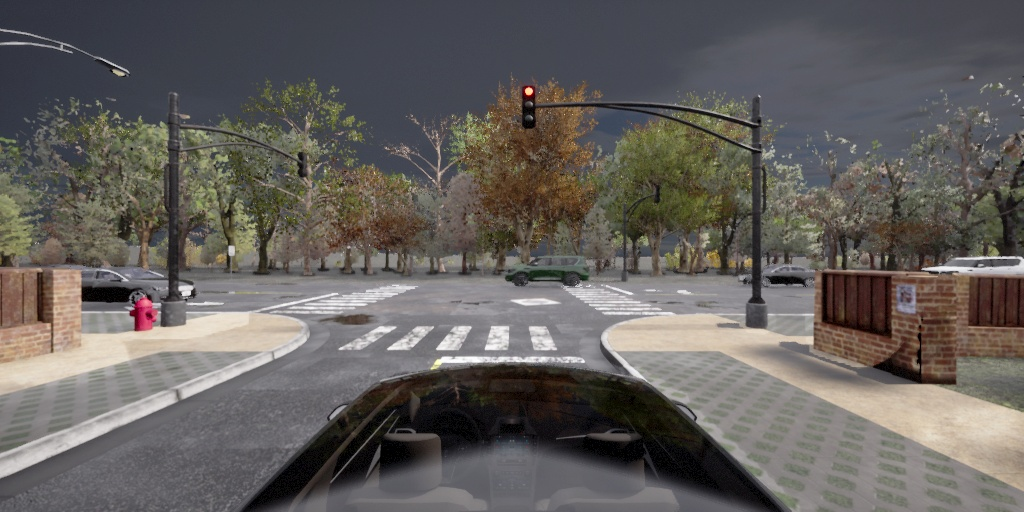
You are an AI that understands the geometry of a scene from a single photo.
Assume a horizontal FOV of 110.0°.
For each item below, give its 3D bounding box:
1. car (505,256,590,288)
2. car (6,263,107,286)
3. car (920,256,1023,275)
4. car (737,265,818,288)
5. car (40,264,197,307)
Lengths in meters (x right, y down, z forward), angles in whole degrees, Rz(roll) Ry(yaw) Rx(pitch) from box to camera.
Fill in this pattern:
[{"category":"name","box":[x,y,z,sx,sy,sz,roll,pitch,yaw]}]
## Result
[{"category":"car","box":[2.332,0.991,23.915,5.566,2.045,2.150,0,0,0]},{"category":"car","box":[-30.218,1.208,23.879,4.181,1.385,1.994,0,0,0]},{"category":"car","box":[30.732,1.076,23.913,5.566,2.045,2.150,-1,0,2]},{"category":"car","box":[17.748,1.316,23.934,4.902,1.511,2.128,0,0,0]},{"category":"car","box":[-15.118,1.183,13.946,4.902,1.511,2.128,0,0,0]}]
